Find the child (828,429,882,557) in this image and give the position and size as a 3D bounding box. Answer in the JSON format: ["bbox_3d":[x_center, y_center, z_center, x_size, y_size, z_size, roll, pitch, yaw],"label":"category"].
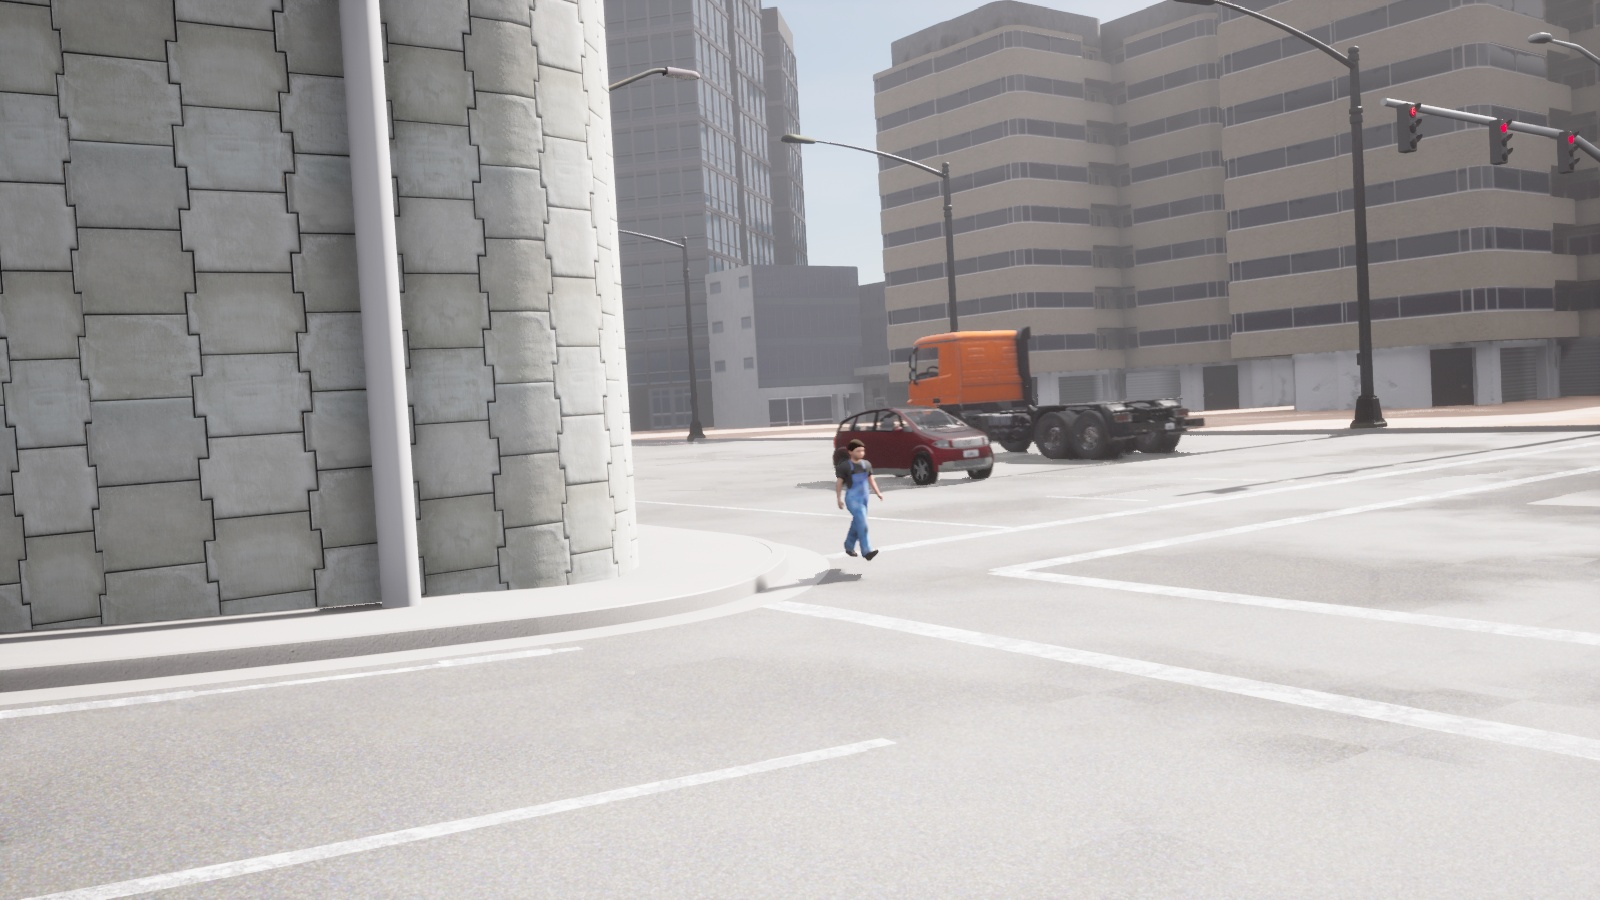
[{"bbox_3d":[0.558,0.428,12.769,0.270,1.263,0.437,-5,3,-34],"label":"child"}]

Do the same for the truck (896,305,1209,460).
[{"bbox_3d":[6.194,-1.598,32.319,2.891,3.462,7.936,-5,3,-35],"label":"truck"}]

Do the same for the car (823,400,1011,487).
[{"bbox_3d":[2.320,-0.131,25.770,1.789,1.549,3.705,-5,3,-35],"label":"car"}]
